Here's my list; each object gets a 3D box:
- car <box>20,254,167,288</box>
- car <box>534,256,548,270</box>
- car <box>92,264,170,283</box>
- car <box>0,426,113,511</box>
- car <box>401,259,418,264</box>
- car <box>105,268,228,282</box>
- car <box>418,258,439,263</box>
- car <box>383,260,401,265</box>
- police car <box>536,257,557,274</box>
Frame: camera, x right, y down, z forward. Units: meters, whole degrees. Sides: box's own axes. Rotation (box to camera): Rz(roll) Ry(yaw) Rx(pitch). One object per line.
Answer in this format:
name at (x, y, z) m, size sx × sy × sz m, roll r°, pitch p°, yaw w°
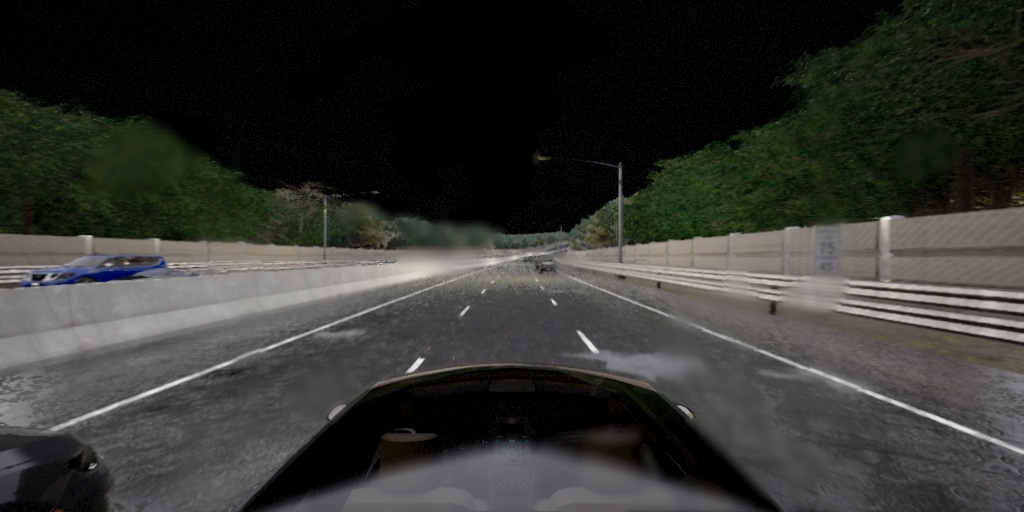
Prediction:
car at (-20.973, 0.922, 18.569) m, size 2.150 × 2.045 × 5.566 m, roll 0°, pitch 0°, yaw 1°
car at (4.559, 1.068, 52.794) m, size 2.150 × 2.045 × 5.566 m, roll 0°, pitch 0°, yaw 2°
car at (-17.481, 1.272, 17.983) m, size 1.994 × 1.385 × 4.181 m, roll 0°, pitch 0°, yaw 1°
car at (-3.389, 1.248, 0.152) m, size 1.837 × 1.490 × 4.892 m, roll 0°, pitch 0°, yaw 0°
car at (-16.167, 1.265, 59.691) m, size 2.128 × 1.511 × 4.902 m, roll 0°, pitch 0°, yaw 3°
car at (-14.019, 1.317, 15.640) m, size 1.895 × 1.301 × 4.718 m, roll 0°, pitch 0°, yaw 1°
car at (-12.793, 1.139, 57.104) m, size 2.097 × 1.767 × 4.553 m, roll 0°, pitch 0°, yaw 3°
car at (-19.699, 1.319, 59.105) m, size 1.994 × 1.385 × 4.181 m, roll 0°, pitch 0°, yaw 3°
police car at (4.148, 1.245, 41.987) m, size 1.930 × 1.638 × 5.238 m, roll 0°, pitch 0°, yaw 2°
